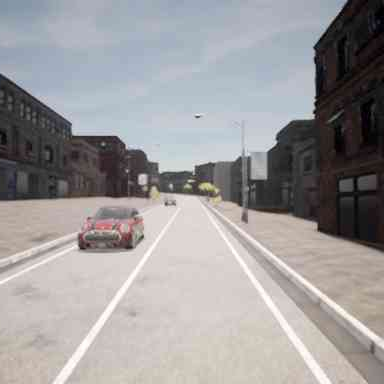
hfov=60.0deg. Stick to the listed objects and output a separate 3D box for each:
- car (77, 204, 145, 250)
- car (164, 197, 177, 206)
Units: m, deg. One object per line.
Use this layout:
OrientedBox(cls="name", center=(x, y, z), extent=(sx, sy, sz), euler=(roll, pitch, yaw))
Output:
OrientedBox(cls="car", center=(-3.335, 1.376, 14.456), extent=(2.097, 1.767, 4.553), euler=(0, 0, 0))
OrientedBox(cls="car", center=(-3.547, 1.592, 55.314), extent=(2.128, 1.511, 4.902), euler=(0, 0, 0))
